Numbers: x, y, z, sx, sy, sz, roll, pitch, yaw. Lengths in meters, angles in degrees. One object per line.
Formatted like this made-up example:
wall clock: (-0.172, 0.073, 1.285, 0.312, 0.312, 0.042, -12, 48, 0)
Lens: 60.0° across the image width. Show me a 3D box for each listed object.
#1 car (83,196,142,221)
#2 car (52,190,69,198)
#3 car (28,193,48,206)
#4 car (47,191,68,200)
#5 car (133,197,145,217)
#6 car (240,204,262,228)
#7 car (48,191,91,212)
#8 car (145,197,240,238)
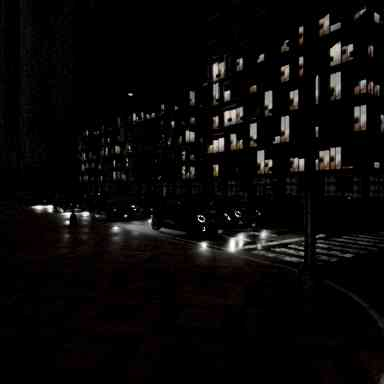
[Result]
car: (-5.709, 1.208, 23.514, 1.895, 1.301, 4.718, 0, 1, -38)
car: (-25.607, 0.296, 64.901, 1.812, 1.442, 4.674, 0, 1, -38)
car: (-17.637, 0.817, 38.719, 1.994, 1.385, 4.181, 0, 1, -37)
car: (-22.630, 0.541, 55.854, 1.895, 1.301, 4.718, 0, 1, -38)
car: (-4.022, 1.126, 26.621, 2.033, 1.411, 5.357, 0, 1, -38)
car: (1.855, 1.104, 19.187, 2.097, 1.767, 4.553, 0, 1, -38)
car: (-11.435, 0.943, 30.782, 1.837, 1.490, 4.892, 0, 1, -38)
car: (-0.131, 1.124, 16.456, 2.097, 1.767, 4.553, 0, 1, -38)
